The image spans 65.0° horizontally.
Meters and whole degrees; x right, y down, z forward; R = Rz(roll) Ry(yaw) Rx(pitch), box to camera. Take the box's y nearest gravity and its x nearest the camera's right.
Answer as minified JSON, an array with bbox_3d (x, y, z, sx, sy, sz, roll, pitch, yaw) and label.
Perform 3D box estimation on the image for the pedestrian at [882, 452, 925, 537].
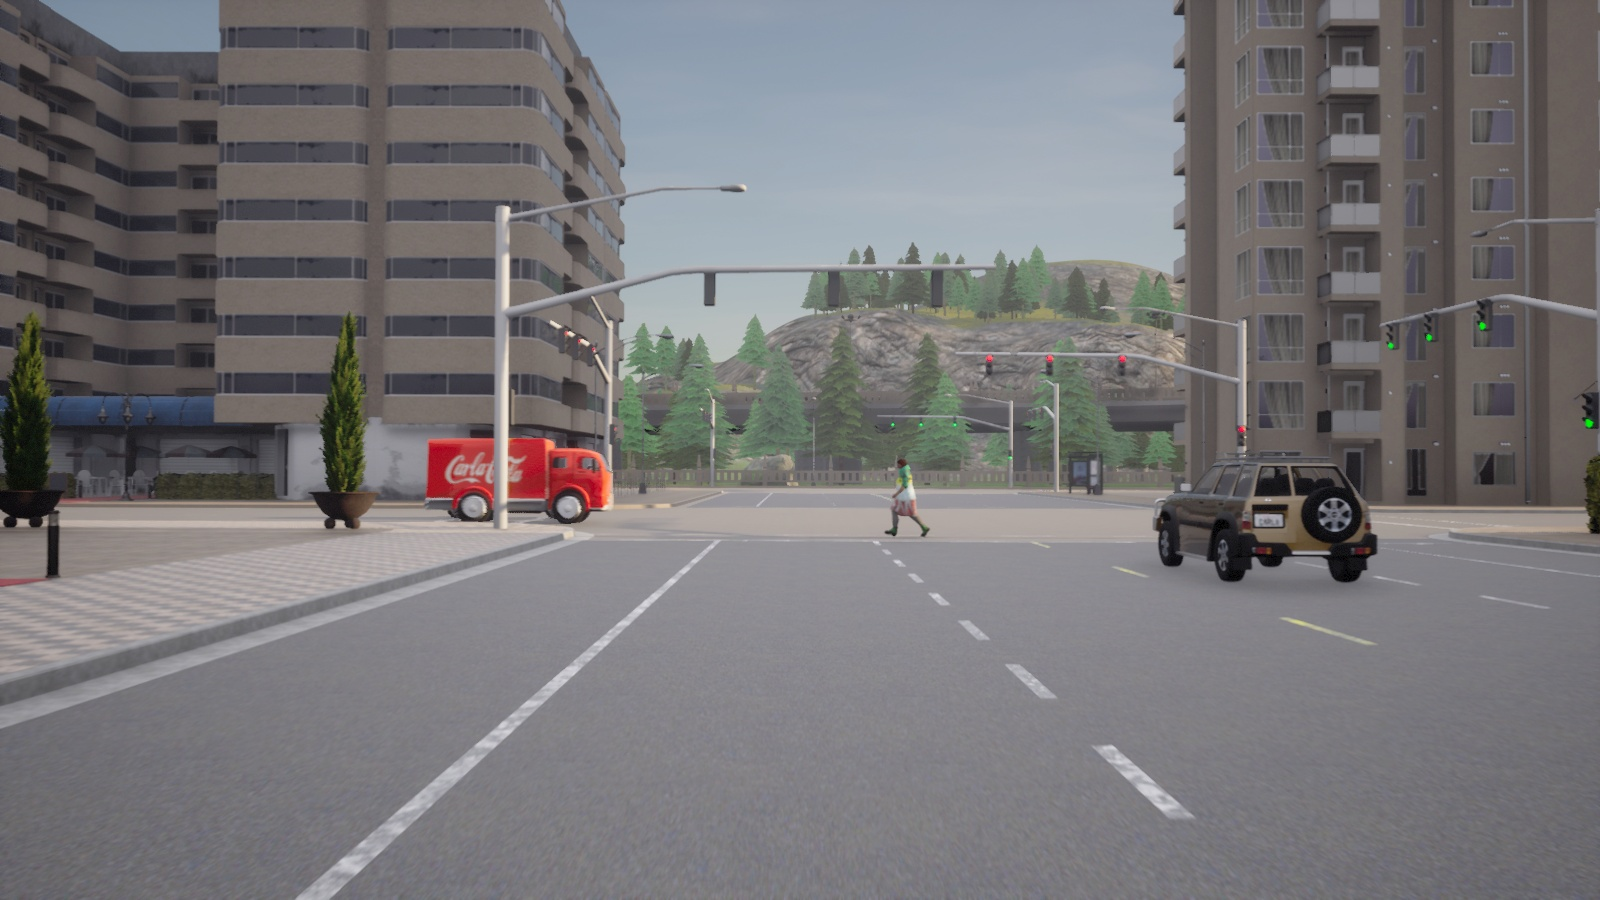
[{"bbox_3d":[2.399,1.031,29.143,0.873,1.952,0.659,0,-1,-6],"label":"pedestrian"}]

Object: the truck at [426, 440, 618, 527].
[{"bbox_3d":[-8.076,0.981,37.038,5.204,2.467,2.627,0,-2,-4],"label":"truck"}]

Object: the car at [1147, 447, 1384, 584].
[{"bbox_3d":[6.953,0.927,19.344,1.932,1.855,4.605,0,-1,0],"label":"car"}]

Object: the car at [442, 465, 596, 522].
[{"bbox_3d":[-8.989,1.386,40.436,4.553,1.767,2.097,0,-1,-3],"label":"car"}]
